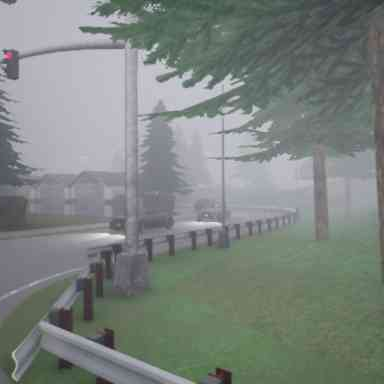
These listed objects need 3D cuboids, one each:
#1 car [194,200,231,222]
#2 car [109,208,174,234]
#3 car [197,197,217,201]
[{"bbox_3d":[1.857,1.645,27.622,1.994,1.385,4.181,0,0,22],"label":"car"},{"bbox_3d":[-2.926,1.642,20.045,1.994,1.385,4.181,0,0,35],"label":"car"},{"bbox_3d":[2.147,1.475,37.528,2.097,1.767,4.553,0,0,-34],"label":"car"}]
